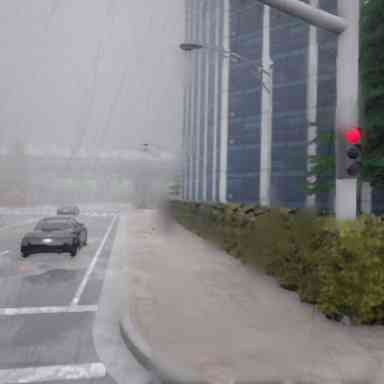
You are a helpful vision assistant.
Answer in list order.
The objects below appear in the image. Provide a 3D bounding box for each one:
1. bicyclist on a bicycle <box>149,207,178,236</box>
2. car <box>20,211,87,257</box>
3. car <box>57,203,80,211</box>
[{"bbox_3d":[-1.548,1.626,18.230,1.656,1.620,0.582,1,-1,-11],"label":"bicyclist on a bicycle"},{"bbox_3d":[-5.487,1.712,13.659,1.994,1.385,4.181,2,-1,-12],"label":"car"},{"bbox_3d":[-13.906,1.979,37.465,1.994,1.385,4.181,2,-1,-11],"label":"car"}]
